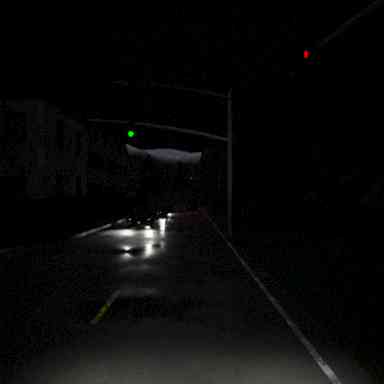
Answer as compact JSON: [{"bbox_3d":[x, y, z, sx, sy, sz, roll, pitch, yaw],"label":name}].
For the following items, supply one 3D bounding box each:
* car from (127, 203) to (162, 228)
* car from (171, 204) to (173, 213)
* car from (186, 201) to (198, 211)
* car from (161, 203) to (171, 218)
[{"bbox_3d":[-3.596,1.833,24.974,1.837,1.490,4.892,0,-1,0],"label":"car"},{"bbox_3d":[-3.560,2.141,45.353,2.033,1.411,5.357,0,-1,1],"label":"car"},{"bbox_3d":[-0.008,2.158,50.925,2.128,1.511,4.902,0,-1,0],"label":"car"},{"bbox_3d":[-3.594,1.968,35.339,1.837,1.490,4.892,0,-1,0],"label":"car"}]
